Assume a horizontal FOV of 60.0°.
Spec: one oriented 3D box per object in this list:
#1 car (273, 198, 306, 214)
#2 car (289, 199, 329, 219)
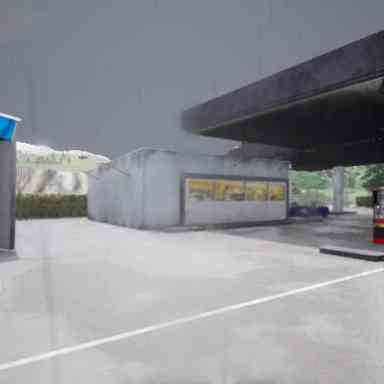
[{"bbox_3d":[11.956,1.660,40.555,3.866,1.878,1.905,1,0,-36],"label":"car"},{"bbox_3d":[11.755,1.782,33.425,4.611,1.667,2.242,1,0,-36],"label":"car"}]
